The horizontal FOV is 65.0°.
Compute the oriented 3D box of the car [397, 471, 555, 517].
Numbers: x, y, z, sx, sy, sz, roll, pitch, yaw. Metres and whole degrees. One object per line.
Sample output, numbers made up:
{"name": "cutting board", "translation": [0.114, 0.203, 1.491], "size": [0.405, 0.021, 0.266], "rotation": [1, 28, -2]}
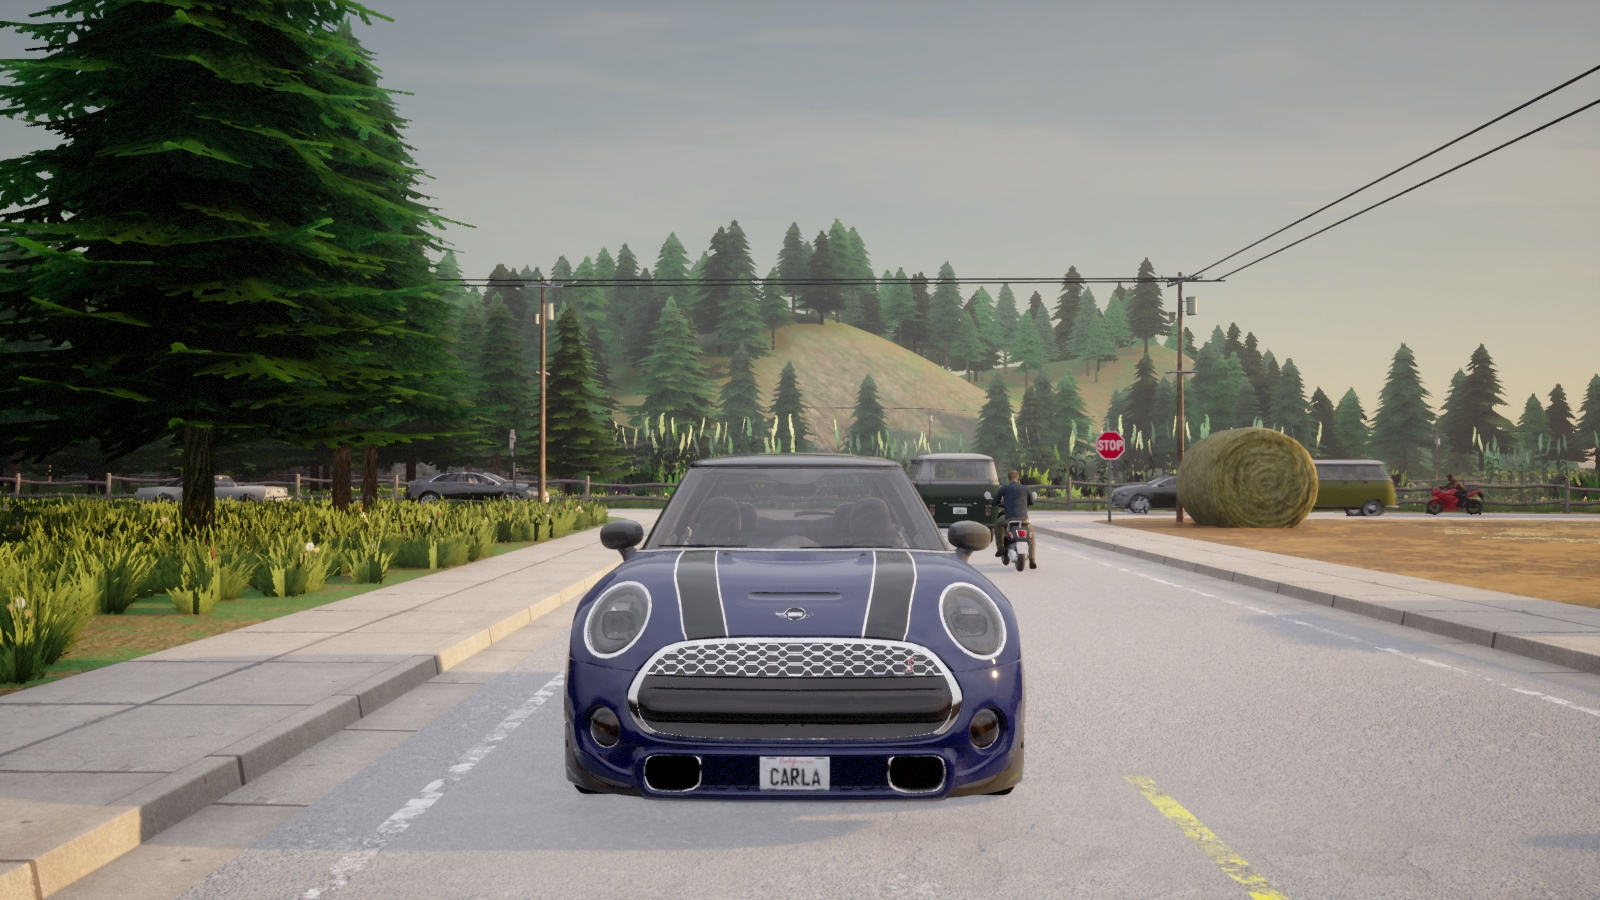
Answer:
{"name": "car", "translation": [-11.184, 1.512, 43.634], "size": [4.902, 1.511, 2.128], "rotation": [0, -1, 3]}

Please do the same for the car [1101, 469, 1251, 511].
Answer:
{"name": "car", "translation": [13.700, 1.452, 45.994], "size": [4.902, 1.511, 2.128], "rotation": [0, -1, 3]}

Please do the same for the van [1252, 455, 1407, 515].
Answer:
{"name": "van", "translation": [17.782, 1.170, 42.306], "size": [4.442, 1.987, 1.775], "rotation": [0, -1, 3]}

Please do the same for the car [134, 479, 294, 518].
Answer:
{"name": "car", "translation": [-20.475, 1.699, 44.022], "size": [4.718, 1.301, 1.895], "rotation": [0, -1, 1]}

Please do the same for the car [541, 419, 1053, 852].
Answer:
{"name": "car", "translation": [-0.021, 0.798, 7.441], "size": [2.097, 1.767, 4.553], "rotation": [0, -1, 0]}

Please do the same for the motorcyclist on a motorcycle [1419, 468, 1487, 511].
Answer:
{"name": "motorcyclist on a motorcycle", "translation": [23.665, 1.429, 45.535], "size": [2.044, 1.523, 0.797], "rotation": [-1, -1, 3]}

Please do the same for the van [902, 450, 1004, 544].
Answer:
{"name": "van", "translation": [3.424, 1.038, 28.899], "size": [1.775, 1.987, 4.442], "rotation": [0, -1, 0]}

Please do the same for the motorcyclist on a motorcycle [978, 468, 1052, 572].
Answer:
{"name": "motorcyclist on a motorcycle", "translation": [3.447, 1.093, 20.245], "size": [0.866, 1.590, 1.817], "rotation": [0, -1, 0]}
